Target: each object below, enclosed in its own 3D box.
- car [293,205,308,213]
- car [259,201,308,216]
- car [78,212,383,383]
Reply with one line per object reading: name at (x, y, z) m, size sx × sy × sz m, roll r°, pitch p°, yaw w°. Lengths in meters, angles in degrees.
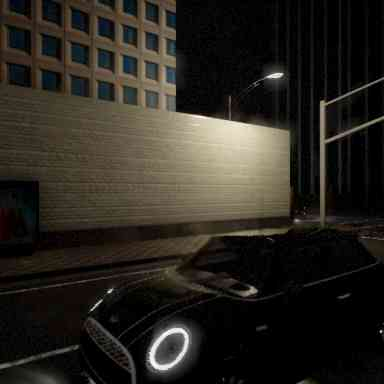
car at (8.138, 1.581, 29.990) m, size 1.812 × 1.442 × 4.674 m, roll 0°, pitch 0°, yaw -36°
car at (9.339, 1.656, 34.316) m, size 1.895 × 1.301 × 4.718 m, roll 0°, pitch 0°, yaw -36°
car at (0.867, 1.352, 4.610) m, size 4.553 × 1.767 × 2.097 m, roll 0°, pitch 0°, yaw -36°
